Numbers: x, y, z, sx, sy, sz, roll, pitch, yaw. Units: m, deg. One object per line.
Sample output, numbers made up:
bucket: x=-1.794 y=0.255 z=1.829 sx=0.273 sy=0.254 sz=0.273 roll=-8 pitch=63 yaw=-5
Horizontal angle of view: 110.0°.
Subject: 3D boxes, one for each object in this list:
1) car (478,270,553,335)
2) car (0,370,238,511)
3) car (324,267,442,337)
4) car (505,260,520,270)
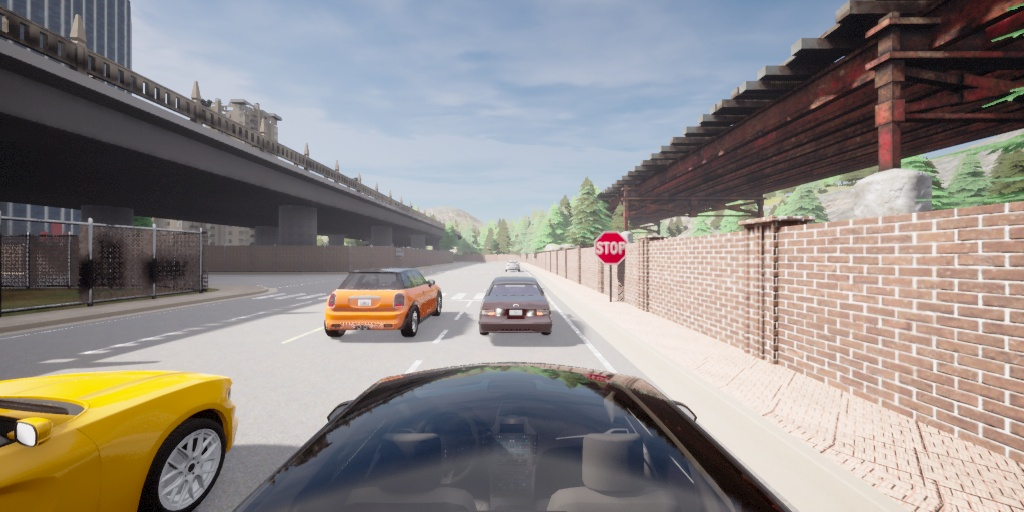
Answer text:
car: x=0.082 y=1.297 z=10.454 sx=2.033 sy=1.411 sz=5.357 roll=0 pitch=0 yaw=0
car: x=-3.398 y=1.228 z=1.175 sx=1.882 sy=1.535 sz=5.008 roll=0 pitch=0 yaw=0
car: x=-3.419 y=1.102 z=10.433 sx=2.097 sy=1.767 sz=4.553 roll=0 pitch=0 yaw=0
car: x=0.085 y=1.276 z=46.320 sx=1.812 sy=1.442 sz=4.674 roll=0 pitch=0 yaw=-1
